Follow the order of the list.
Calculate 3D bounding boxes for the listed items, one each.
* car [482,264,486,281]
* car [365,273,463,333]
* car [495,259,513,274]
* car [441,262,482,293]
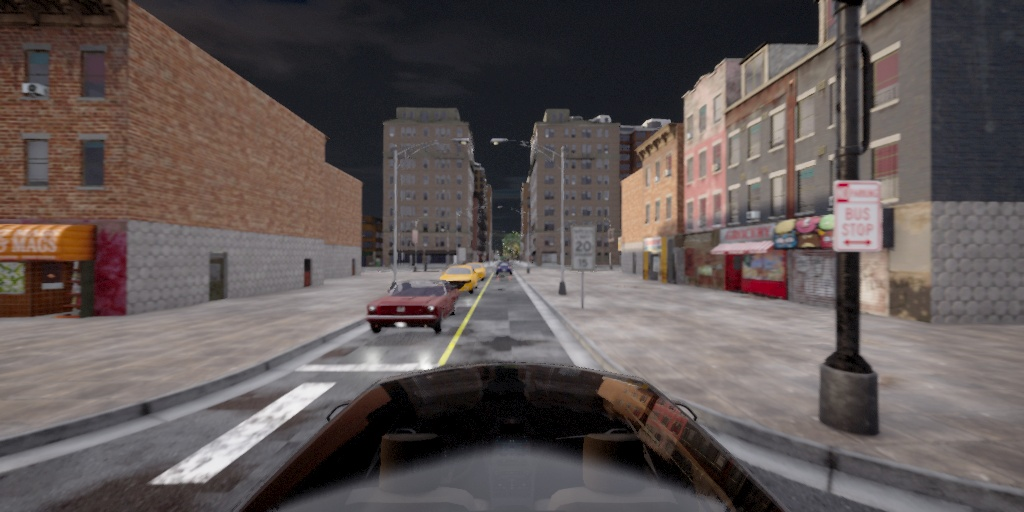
[{"bbox_3d":[-3.319,1.337,31.826,1.882,1.535,5.008,0,0,-1],"label":"car"},{"bbox_3d":[-2.781,1.384,10.977,1.895,1.301,4.718,0,0,-2],"label":"car"},{"bbox_3d":[-0.930,1.433,42.892,1.812,1.442,4.674,0,0,-1],"label":"car"},{"bbox_3d":[-3.062,1.299,21.387,1.882,1.535,5.008,0,0,-1],"label":"car"}]
